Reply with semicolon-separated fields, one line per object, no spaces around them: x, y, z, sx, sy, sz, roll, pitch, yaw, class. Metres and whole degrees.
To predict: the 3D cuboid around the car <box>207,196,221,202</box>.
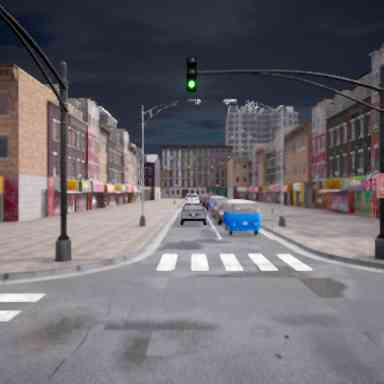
2.628;1.435;29.279;1.967;1.590;4.097;0;0;0;car

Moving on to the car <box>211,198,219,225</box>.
2.630;1.433;23.804;1.967;1.590;4.097;0;0;0;car

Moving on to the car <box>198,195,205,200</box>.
2.615;1.558;95.155;1.752;1.417;4.829;0;0;0;car

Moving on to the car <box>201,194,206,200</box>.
2.624;1.315;40.228;2.192;1.841;5.009;0;0;0;car

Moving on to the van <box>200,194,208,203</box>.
2.619;1.361;73.083;1.690;1.788;3.998;0;0;0;van

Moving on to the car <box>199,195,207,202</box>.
2.619;1.549;78.728;1.752;1.417;4.829;0;0;0;car

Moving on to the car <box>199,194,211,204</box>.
2.620;1.332;67.607;2.192;1.841;5.009;0;0;0;car

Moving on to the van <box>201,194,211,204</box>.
2.621;1.355;62.132;1.690;1.788;3.998;0;0;0;van

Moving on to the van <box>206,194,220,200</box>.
2.627;1.338;34.755;1.690;1.788;3.998;0;0;0;van

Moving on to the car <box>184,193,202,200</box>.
-0.003;1.231;49.427;2.150;2.045;5.566;0;0;0;car

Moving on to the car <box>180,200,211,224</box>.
0.097;1.542;24.390;2.033;1.411;5.357;0;0;0;car

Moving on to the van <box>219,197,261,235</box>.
2.630;1.333;18.329;1.690;1.788;3.998;0;0;0;van

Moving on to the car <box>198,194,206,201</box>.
2.616;1.470;89.509;1.967;1.590;4.097;0;0;0;car

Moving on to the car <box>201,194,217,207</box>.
2.623;1.322;51.181;2.192;1.841;5.009;0;0;0;car

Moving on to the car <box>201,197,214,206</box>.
2.623;1.561;56.657;2.008;1.369;4.403;0;0;0;car
